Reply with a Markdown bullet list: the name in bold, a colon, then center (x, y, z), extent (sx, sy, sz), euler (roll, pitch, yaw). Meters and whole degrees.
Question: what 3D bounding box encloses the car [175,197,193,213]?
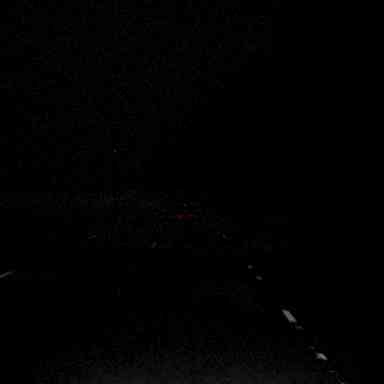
- **car**: center (-1.025, 1.716, 43.939), extent (2.150, 2.045, 5.566), euler (0, -1, -4)
